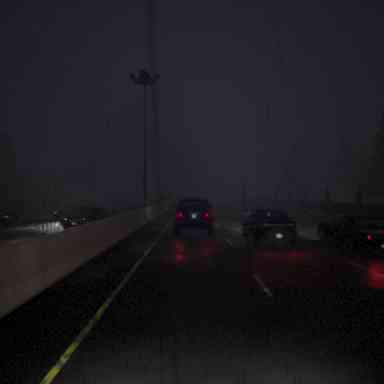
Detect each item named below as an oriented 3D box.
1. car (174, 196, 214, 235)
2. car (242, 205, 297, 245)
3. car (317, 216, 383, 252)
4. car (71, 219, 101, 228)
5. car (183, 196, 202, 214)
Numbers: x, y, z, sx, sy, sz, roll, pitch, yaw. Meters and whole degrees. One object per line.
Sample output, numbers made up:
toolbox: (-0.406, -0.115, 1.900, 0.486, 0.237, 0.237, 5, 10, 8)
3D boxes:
car: (0.100, 1.365, 20.085, 2.150, 2.045, 5.566, 0, 0, 0)
car: (3.601, 1.605, 16.139, 2.128, 1.511, 4.902, 0, 0, 0)
car: (7.100, 1.702, 14.412, 1.895, 1.301, 4.718, 0, 0, 0)
car: (-7.098, 1.650, 22.364, 2.128, 1.511, 4.902, 0, 0, 0)
car: (0.104, 1.506, 40.486, 2.150, 2.045, 5.566, 0, 0, 0)
